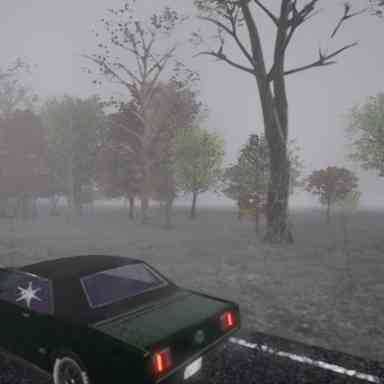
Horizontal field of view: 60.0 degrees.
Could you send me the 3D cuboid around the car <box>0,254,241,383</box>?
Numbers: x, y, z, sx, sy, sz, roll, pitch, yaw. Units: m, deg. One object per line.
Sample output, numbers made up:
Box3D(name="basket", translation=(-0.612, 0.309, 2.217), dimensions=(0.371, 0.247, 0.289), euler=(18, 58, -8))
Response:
Box3D(name="car", translation=(-1.802, 1.595, 4.824), dimensions=(4.718, 1.301, 1.895), euler=(0, -1, 35))
